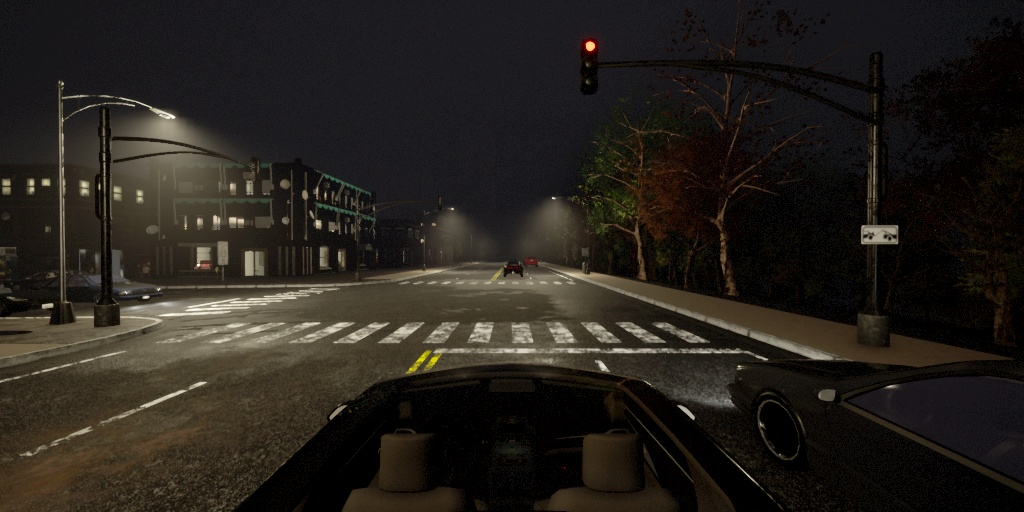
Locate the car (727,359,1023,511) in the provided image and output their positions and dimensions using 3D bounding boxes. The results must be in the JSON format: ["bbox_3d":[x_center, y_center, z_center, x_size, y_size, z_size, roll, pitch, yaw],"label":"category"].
[{"bbox_3d":[3.326,1.297,1.736,2.033,1.411,5.357,0,0,3],"label":"car"}]

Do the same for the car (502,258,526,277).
[{"bbox_3d":[0.127,1.246,35.808,1.837,1.490,4.892,0,0,0],"label":"car"}]

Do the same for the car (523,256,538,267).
[{"bbox_3d":[3.428,0.948,63.942,2.150,2.045,5.566,0,0,0],"label":"car"}]

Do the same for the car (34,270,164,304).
[{"bbox_3d":[-19.285,1.511,16.449,5.357,1.411,2.033,-1,1,3],"label":"car"}]

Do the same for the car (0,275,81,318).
[{"bbox_3d":[-19.933,1.565,13.723,4.313,1.339,1.948,0,0,0],"label":"car"}]
